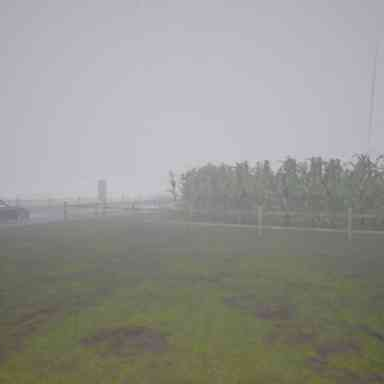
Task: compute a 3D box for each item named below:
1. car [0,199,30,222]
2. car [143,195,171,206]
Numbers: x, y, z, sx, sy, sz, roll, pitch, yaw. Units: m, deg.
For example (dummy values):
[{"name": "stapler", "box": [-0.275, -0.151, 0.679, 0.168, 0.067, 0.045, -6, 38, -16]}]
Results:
[{"name": "car", "box": [-13.458, 1.189, 22.486, 2.097, 1.767, 4.553, 0, 1, 30]}, {"name": "car", "box": [-4.650, 1.131, 45.135, 1.837, 1.490, 4.892, 0, 1, 30]}]
